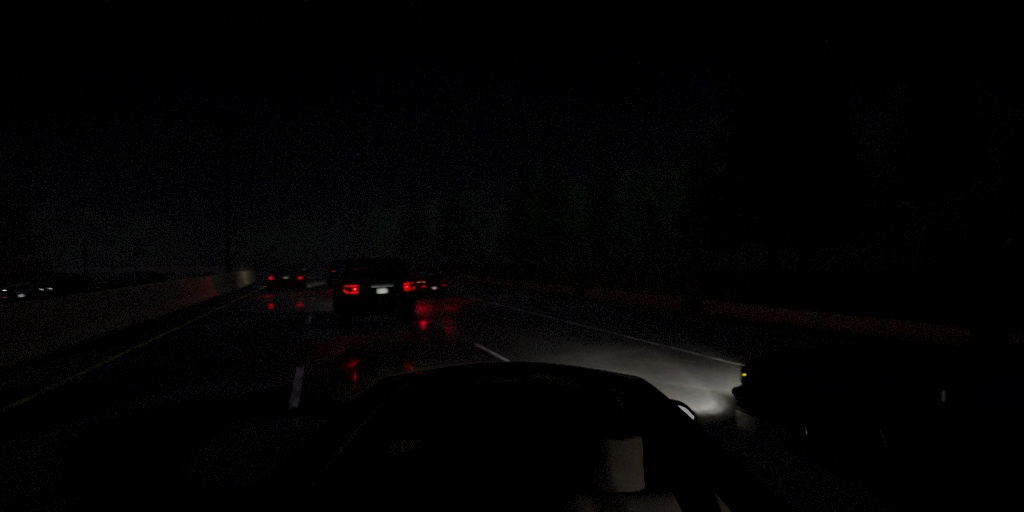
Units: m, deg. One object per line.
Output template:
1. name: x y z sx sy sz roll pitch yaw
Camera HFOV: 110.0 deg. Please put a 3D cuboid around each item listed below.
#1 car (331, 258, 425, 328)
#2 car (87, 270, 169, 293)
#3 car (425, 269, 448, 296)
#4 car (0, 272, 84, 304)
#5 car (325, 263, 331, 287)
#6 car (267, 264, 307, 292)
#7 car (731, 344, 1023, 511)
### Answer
1. car: -4.876 1.088 12.376 2.150 2.045 5.566 -1 0 -28
2. car: -21.258 1.605 20.341 1.882 1.535 5.008 -1 0 -28
3. car: -4.971 1.426 20.007 1.812 1.442 4.674 -1 0 -28
4. car: -24.715 1.662 19.380 2.128 1.511 4.902 -1 0 -28
5. car: -13.480 1.278 28.521 2.150 2.045 5.566 -1 0 -28
6. car: -15.400 1.418 24.688 2.097 1.767 4.553 -1 0 -28
7. car: 4.502 1.238 2.224 2.033 1.411 5.357 -1 0 -28
